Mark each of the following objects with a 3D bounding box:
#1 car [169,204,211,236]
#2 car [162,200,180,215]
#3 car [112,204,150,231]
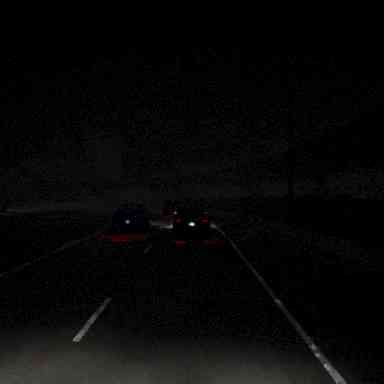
[{"bbox_3d":[-0.077,1.574,18.532,1.994,1.385,4.181,0,0,-2],"label":"car"},{"bbox_3d":[-2.189,1.660,36.262,2.128,1.511,4.902,0,-1,-11],"label":"car"},{"bbox_3d":[-3.702,1.486,20.769,1.882,1.535,5.008,0,0,-4],"label":"car"}]
